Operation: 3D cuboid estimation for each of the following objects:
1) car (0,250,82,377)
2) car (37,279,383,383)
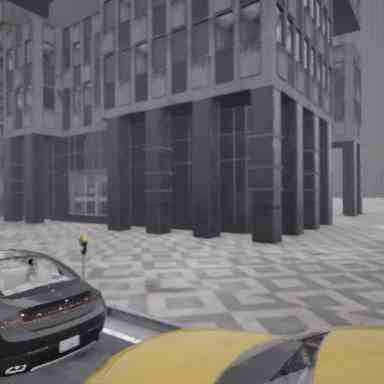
[{"bbox_3d":[-3.250,1.607,5.269,4.403,1.369,2.008,-1,0,35],"label":"car"},{"bbox_3d":[1.204,1.527,2.101,4.829,1.417,1.752,-1,0,35],"label":"car"}]
